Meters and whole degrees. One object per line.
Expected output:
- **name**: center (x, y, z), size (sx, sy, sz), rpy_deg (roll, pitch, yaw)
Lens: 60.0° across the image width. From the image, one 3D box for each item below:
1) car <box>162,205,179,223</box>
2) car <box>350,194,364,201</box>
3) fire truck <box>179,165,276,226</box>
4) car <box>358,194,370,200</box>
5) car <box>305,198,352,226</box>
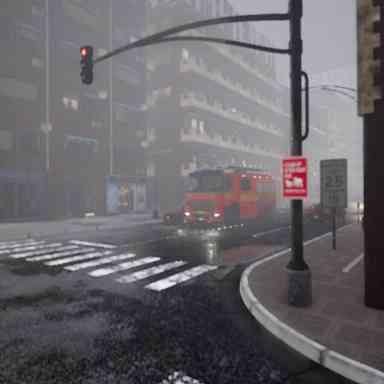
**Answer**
- **car**: center (-0.253, 1.424, 23.838), size (1.887, 1.381, 4.507), rpy_deg (0, 0, 36)
- **car**: center (35.419, 1.210, 72.294), size (1.802, 1.307, 4.206), rpy_deg (0, 0, 36)
- **fire truck**: center (3.028, 0.194, 23.590), size (2.891, 3.827, 8.468), rpy_deg (-1, 0, 36)
- **car**: center (42.137, 1.149, 81.460), size (1.947, 1.339, 4.313), rpy_deg (0, 0, 36)
- **car**: center (8.674, 1.338, 21.450), size (1.887, 1.381, 4.507), rpy_deg (0, 0, 36)
